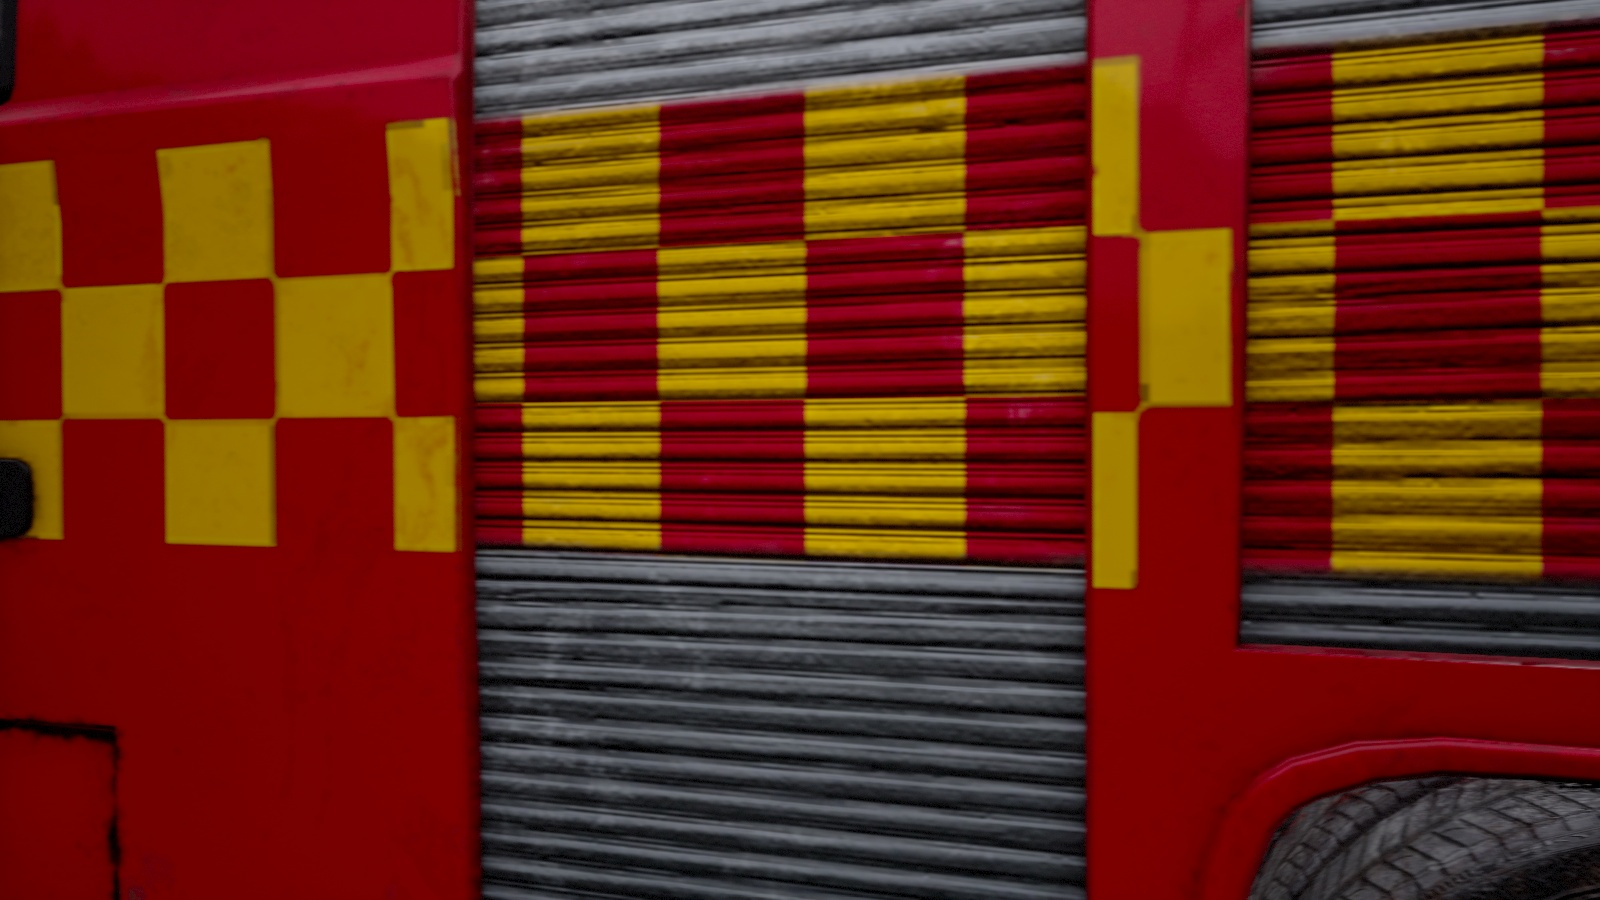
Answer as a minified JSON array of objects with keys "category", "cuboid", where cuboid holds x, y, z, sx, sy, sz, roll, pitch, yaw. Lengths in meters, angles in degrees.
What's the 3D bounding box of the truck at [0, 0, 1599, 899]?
[{"category":"truck","cuboid":[-1.100,-0.399,3.546,8.468,3.827,2.891,1,1,19]}]
